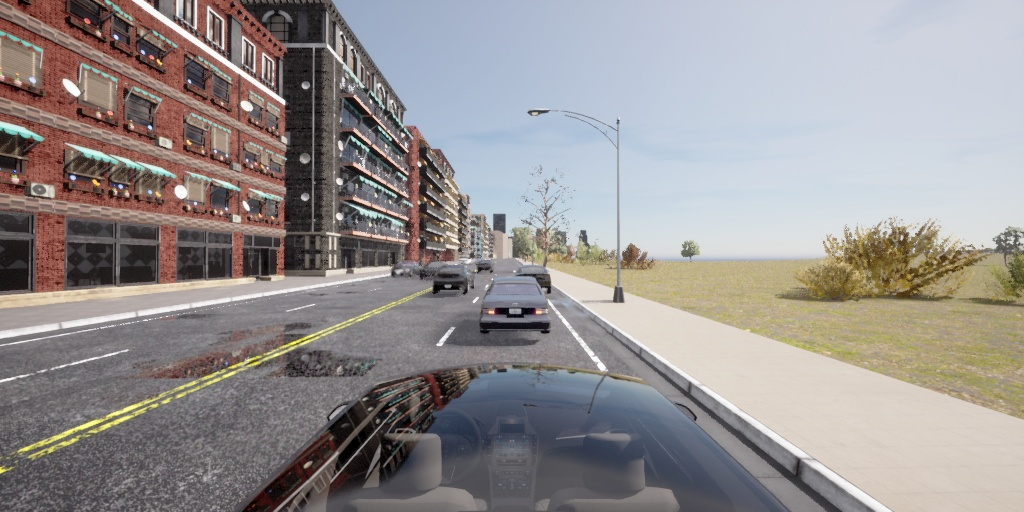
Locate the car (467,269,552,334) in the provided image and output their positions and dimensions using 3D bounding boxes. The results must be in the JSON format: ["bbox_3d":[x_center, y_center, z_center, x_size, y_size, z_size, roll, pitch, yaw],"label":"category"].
[{"bbox_3d":[0.089,1.299,10.632,2.033,1.411,5.357,0,0,0],"label":"car"}]

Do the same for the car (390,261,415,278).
[{"bbox_3d":[-9.897,1.243,33.745,2.128,1.511,4.902,0,0,0],"label":"car"}]

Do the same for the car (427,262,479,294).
[{"bbox_3d":[-3.178,1.256,20.195,1.837,1.490,4.892,0,0,0],"label":"car"}]

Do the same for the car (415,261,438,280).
[{"bbox_3d":[-6.644,1.229,31.179,1.882,1.535,5.008,0,0,0],"label":"car"}]

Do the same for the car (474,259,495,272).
[{"bbox_3d":[-3.212,1.253,43.944,1.837,1.490,4.892,0,-1,0],"label":"car"}]

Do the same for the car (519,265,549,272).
[{"bbox_3d":[1.109,1.230,20.396,1.882,1.535,5.008,0,0,0],"label":"car"}]
